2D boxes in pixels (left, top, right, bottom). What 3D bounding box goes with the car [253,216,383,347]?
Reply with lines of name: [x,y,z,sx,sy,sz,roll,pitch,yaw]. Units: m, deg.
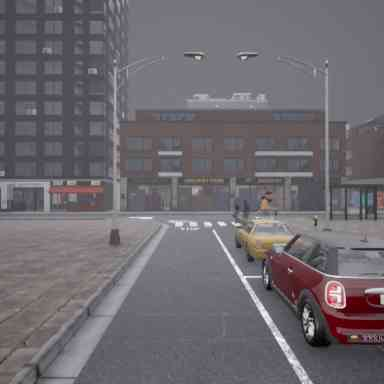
car: [2.609,1.442,6.328,1.967,1.590,4.097,0,0,0]

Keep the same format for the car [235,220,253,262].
car: [2.576,1.530,11.935,1.752,1.417,4.829,0,0,0]

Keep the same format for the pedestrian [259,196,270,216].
pedestrian: [4.745,1.149,21.671,0.375,1.860,0.375,0,0,0]

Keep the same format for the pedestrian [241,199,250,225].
pedestrian: [3.682,1.303,22.326,0.375,1.860,0.375,0,0,0]

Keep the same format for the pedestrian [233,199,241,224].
pedestrian: [3.070,1.303,22.860,0.375,1.860,0.375,0,0,0]
